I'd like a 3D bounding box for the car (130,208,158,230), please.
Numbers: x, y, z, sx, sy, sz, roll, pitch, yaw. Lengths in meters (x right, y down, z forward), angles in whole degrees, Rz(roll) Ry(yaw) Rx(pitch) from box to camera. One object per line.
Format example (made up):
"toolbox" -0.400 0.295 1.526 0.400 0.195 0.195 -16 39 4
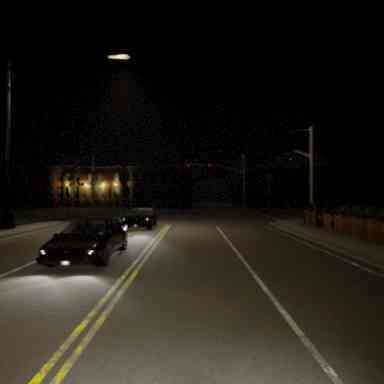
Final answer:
"car" -3.493 1.781 22.810 1.895 1.301 4.718 0 0 0

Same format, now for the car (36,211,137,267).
"car" -3.568 1.644 12.042 2.033 1.411 5.357 0 0 0
